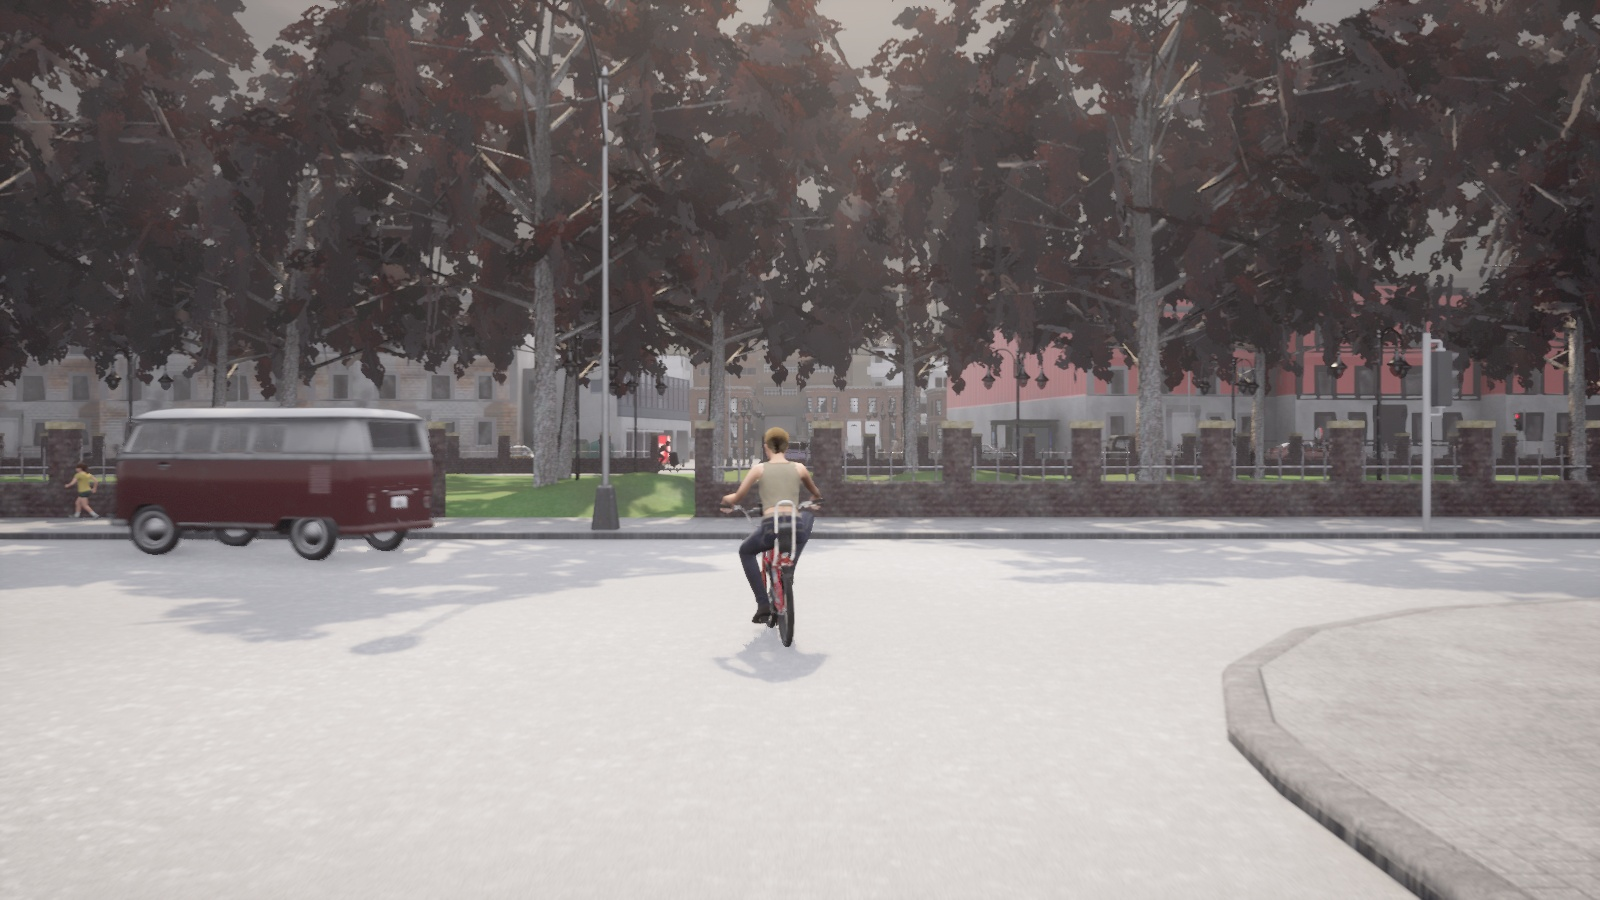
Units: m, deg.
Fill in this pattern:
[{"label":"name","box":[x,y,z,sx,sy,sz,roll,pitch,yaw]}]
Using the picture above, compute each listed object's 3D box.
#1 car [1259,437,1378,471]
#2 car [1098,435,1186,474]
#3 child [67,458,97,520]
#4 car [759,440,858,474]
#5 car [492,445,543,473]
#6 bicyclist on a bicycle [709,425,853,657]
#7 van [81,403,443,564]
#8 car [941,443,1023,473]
[{"label":"car","box":[25.780,0.208,62.560,5.027,1.651,2.152,0,0,1]},{"label":"car","box":[16.995,0.218,62.589,3.866,1.878,1.905,0,0,0]},{"label":"child","box":[-13.032,0.703,22.800,0.394,1.110,0.255,0,0,1]},{"label":"car","box":[0.427,0.339,62.670,4.856,1.649,2.033,0,0,0]},{"label":"car","box":[-14.121,0.451,62.741,2.207,1.376,1.481,0,0,0]},{"label":"bicyclist on a bicycle","box":[-0.181,0.631,9.601,0.866,1.612,1.509,-1,0,-9]},{"label":"van","box":[-7.283,0.402,17.057,4.442,1.987,1.775,0,0,18]},{"label":"car","box":[9.049,0.381,62.629,3.806,1.475,1.970,0,0,0]}]
